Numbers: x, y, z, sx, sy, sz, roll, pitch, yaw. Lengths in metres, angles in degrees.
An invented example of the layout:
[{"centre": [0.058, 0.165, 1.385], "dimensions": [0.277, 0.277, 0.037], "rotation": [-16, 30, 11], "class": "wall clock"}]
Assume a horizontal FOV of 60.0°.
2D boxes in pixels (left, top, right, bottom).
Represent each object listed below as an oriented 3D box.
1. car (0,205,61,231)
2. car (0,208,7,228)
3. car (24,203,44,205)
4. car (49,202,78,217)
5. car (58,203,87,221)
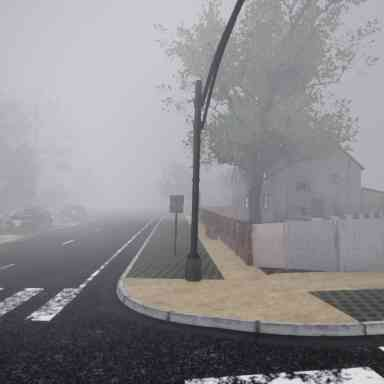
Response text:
[{"centre": [-12.154, 2.020, 25.327], "dimensions": [2.128, 1.511, 4.902], "rotation": [2, -1, -3], "class": "car"}, {"centre": [-15.316, 1.897, 23.601], "dimensions": [1.837, 1.490, 4.892], "rotation": [2, -1, -3], "class": "car"}, {"centre": [-15.786, 1.950, 32.649], "dimensions": [2.097, 1.767, 4.553], "rotation": [2, -1, -3], "class": "car"}, {"centre": [-16.268, 2.173, 42.326], "dimensions": [2.097, 1.767, 4.553], "rotation": [2, -1, -3], "class": "car"}, {"centre": [-12.666, 2.106, 35.216], "dimensions": [2.097, 1.767, 4.553], "rotation": [2, -1, -3], "class": "car"}]
